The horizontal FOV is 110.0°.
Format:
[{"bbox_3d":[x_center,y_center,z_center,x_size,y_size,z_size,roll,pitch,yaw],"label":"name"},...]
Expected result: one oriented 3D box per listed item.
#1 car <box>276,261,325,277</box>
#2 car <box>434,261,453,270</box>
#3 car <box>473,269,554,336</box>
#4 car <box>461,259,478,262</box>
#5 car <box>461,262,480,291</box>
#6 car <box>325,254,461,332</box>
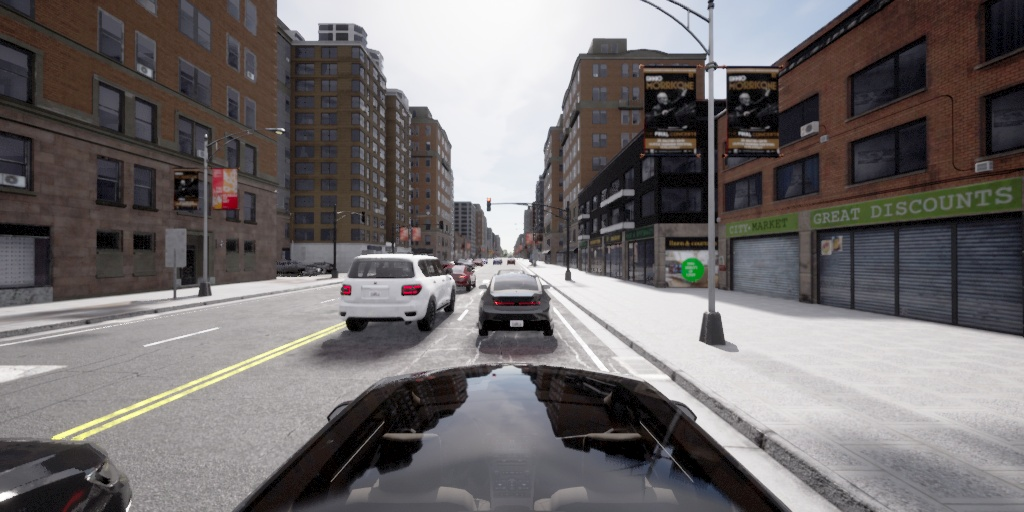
[{"bbox_3d":[-21.437,1.240,35.248,4.902,1.511,2.128,0,0,0],"label":"car"},{"bbox_3d":[-9.958,1.367,52.740,1.895,1.301,4.718,0,0,0],"label":"car"},{"bbox_3d":[0.083,1.255,10.385,1.837,1.490,4.892,0,0,0],"label":"car"},{"bbox_3d":[-6.705,1.330,53.556,1.994,1.385,4.181,0,0,0],"label":"car"},{"bbox_3d":[-3.253,1.277,21.593,1.812,1.442,4.674,0,0,0],"label":"car"},{"bbox_3d":[-3.174,0.972,11.063,2.150,2.045,5.566,0,0,1],"label":"car"}]
